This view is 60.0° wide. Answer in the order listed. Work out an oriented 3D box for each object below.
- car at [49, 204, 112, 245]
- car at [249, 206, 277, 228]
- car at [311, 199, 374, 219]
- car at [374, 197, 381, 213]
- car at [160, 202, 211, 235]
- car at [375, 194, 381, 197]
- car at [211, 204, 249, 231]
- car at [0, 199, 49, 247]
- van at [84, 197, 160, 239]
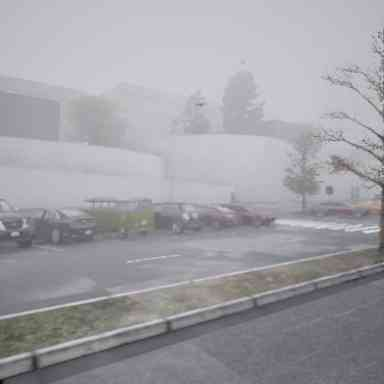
[{"bbox_3d":[-6.435,1.499,15.679,4.892,1.521,2.231,-1,-1,35],"label":"car"},{"bbox_3d":[3.323,1.539,22.604,4.792,1.488,2.163,-1,-1,34],"label":"car"},{"bbox_3d":[13.102,1.551,29.569,4.792,1.488,2.163,-1,-1,35],"label":"car"},{"bbox_3d":[17.812,1.524,33.166,5.366,1.575,1.946,-1,0,35],"label":"car"},{"bbox_3d":[-1.556,1.378,19.127,4.553,1.767,2.185,-1,-1,34],"label":"car"},{"bbox_3d":[22.887,1.266,36.542,5.566,2.045,2.435,-1,-1,35],"label":"car"},{"bbox_3d":[0.852,1.547,20.870,4.674,1.452,2.002,-1,-1,35],"label":"car"},{"bbox_3d":[-8.844,1.244,13.944,5.566,2.045,2.435,-1,-1,35],"label":"car"},{"bbox_3d":[-4.109,1.277,17.480,4.442,1.987,1.878,-1,-1,35],"label":"van"}]
